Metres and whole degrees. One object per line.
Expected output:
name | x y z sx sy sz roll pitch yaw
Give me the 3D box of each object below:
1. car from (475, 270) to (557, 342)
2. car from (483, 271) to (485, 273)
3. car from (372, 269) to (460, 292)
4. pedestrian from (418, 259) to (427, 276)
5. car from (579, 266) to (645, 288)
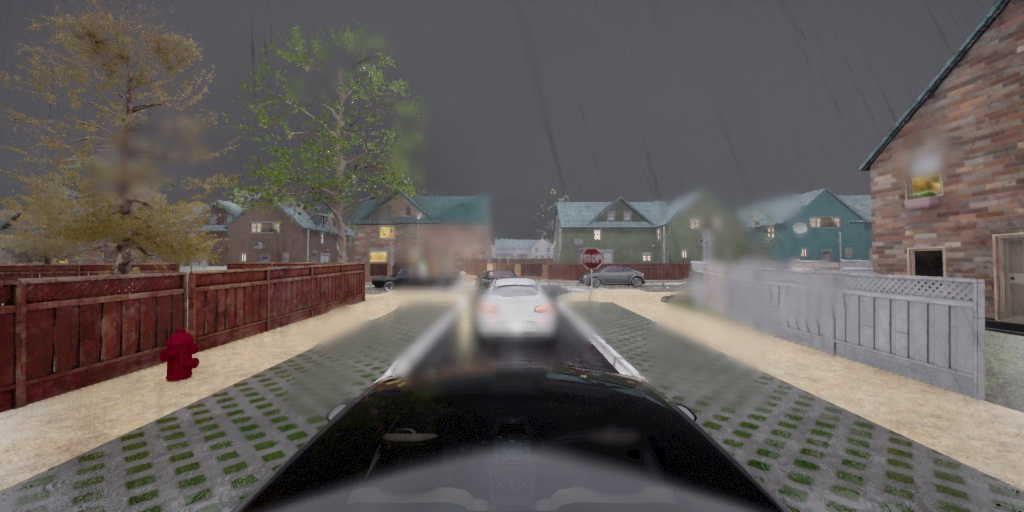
car | 0.103 1.280 9.694 1.812 1.442 4.674 0 0 0
car | -0.756 1.366 18.512 1.895 1.301 4.718 0 -1 -12
car | -5.482 1.416 20.897 4.718 1.301 1.895 -1 -1 1
pedestrian | -6.701 1.119 26.783 0.375 1.860 0.375 0 -1 1
car | 6.539 1.344 23.688 4.181 1.385 1.994 0 -1 1
